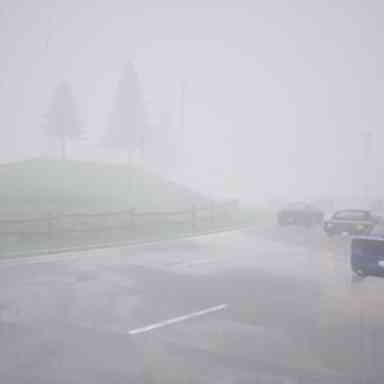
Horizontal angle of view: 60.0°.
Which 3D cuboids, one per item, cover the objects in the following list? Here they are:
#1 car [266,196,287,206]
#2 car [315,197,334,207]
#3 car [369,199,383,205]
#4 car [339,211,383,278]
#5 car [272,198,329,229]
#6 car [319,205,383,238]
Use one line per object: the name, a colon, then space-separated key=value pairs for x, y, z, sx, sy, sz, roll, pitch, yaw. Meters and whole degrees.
car: x=12.498 y=1.378 z=48.794 sx=2.128 sy=1.511 sz=4.902 roll=0 pitch=0 yaw=-11
car: x=16.546 y=1.363 z=42.744 sx=1.837 sy=1.490 sz=4.892 roll=1 pitch=0 yaw=-1
car: x=19.346 y=1.386 z=33.125 sx=2.033 sy=1.411 sz=5.357 roll=0 pitch=0 yaw=10
car: x=6.100 y=1.429 z=9.138 sx=5.008 sy=1.535 sz=1.882 roll=-1 pitch=1 yaw=-44
car: x=7.031 y=1.417 z=21.215 sx=1.882 sy=1.535 sz=5.008 roll=0 pitch=1 yaw=33
car: x=8.124 y=1.533 z=16.507 sx=1.895 sy=1.301 sz=4.718 roll=0 pitch=0 yaw=37
